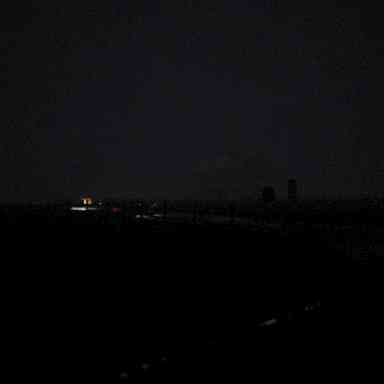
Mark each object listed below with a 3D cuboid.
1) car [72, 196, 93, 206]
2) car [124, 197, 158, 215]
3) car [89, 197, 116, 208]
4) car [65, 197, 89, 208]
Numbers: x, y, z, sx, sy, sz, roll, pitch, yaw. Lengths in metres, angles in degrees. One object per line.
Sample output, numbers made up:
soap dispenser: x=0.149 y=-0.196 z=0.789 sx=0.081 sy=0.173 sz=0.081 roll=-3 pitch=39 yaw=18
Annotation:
car: x=-18.592 y=1.545 z=56.182 sx=1.882 sy=1.535 sz=5.008 roll=0 pitch=0 yaw=-36
car: x=-5.140 y=1.276 z=32.588 sx=2.097 sy=1.767 sz=4.553 roll=0 pitch=0 yaw=-36
car: x=-12.516 y=1.499 z=47.810 sx=2.128 sy=1.511 sz=4.902 roll=0 pitch=0 yaw=-35
car: x=-17.656 y=1.539 z=50.161 sx=2.128 sy=1.511 sz=4.902 roll=0 pitch=0 yaw=-36
